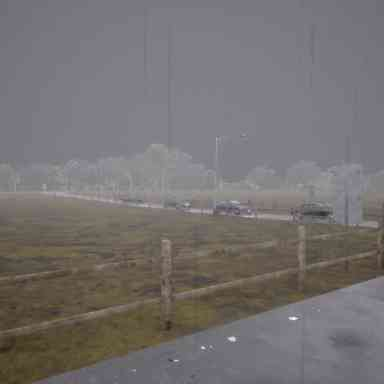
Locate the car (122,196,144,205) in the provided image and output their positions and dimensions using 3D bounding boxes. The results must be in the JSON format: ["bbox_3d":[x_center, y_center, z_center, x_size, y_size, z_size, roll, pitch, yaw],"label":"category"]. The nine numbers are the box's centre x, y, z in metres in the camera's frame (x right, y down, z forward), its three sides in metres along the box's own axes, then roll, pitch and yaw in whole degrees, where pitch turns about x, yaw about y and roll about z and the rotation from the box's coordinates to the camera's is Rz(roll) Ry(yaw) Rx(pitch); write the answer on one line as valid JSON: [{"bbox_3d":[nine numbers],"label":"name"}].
[{"bbox_3d":[-9.341,1.273,52.492,1.895,1.301,4.718,1,1,-35],"label":"car"}]

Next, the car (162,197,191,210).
[{"bbox_3d":[-1.968,1.394,42.109,2.128,1.511,4.902,1,0,-36],"label":"car"}]

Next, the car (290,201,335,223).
[{"bbox_3d":[9.874,1.488,25.523,2.128,1.511,4.902,1,-1,-34],"label":"car"}]

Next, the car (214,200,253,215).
[{"bbox_3d":[4.081,1.519,33.669,1.812,1.442,4.674,1,-1,-36],"label":"car"}]
